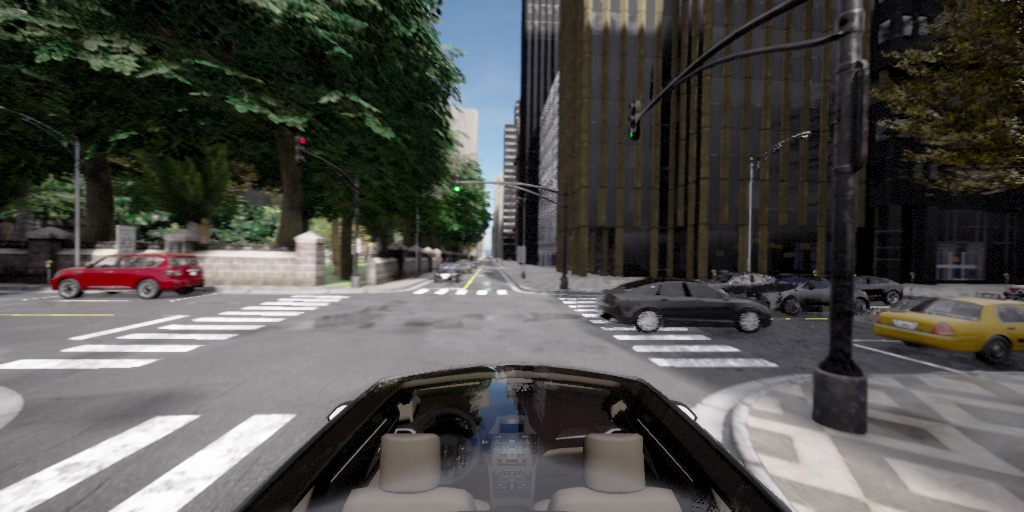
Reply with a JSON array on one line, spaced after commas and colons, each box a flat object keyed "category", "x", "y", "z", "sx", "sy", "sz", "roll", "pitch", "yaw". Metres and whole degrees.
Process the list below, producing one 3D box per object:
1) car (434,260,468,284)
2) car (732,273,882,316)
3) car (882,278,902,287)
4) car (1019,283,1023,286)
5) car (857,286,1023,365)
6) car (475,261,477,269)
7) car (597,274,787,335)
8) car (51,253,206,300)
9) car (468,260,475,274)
[{"category": "car", "x": -4.910, "y": 1.291, "z": 28.168, "sx": 2.128, "sy": 1.511, "sz": 4.902, "roll": 1, "pitch": 0, "yaw": -3}, {"category": "car", "x": 11.467, "y": 1.514, "z": 14.187, "sx": 4.181, "sy": 1.385, "sz": 1.994, "roll": 1, "pitch": 1, "yaw": -3}, {"category": "car", "x": 16.066, "y": 1.550, "z": 17.135, "sx": 4.313, "sy": 1.339, "sz": 1.948, "roll": 0, "pitch": 0, "yaw": -3}, {"category": "car", "x": 27.072, "y": 1.742, "z": 17.780, "sx": 4.207, "sy": 1.307, "sz": 1.802, "roll": 0, "pitch": 0, "yaw": -3}, {"category": "car", "x": 11.239, "y": 1.556, "z": 8.314, "sx": 4.829, "sy": 1.417, "sz": 1.751, "roll": 0, "pitch": 0, "yaw": -3}, {"category": "car", "x": -7.018, "y": 1.494, "z": 62.351, "sx": 2.128, "sy": 1.511, "sz": 4.902, "roll": 1, "pitch": 0, "yaw": -4}, {"category": "car", "x": 5.045, "y": 1.432, "z": 10.715, "sx": 4.892, "sy": 1.490, "sz": 1.837, "roll": 1, "pitch": 1, "yaw": -3}, {"category": "car", "x": -16.052, "y": 0.799, "z": 15.253, "sx": 5.009, "sy": 1.841, "sz": 2.192, "roll": 0, "pitch": 0, "yaw": -3}, {"category": "car", "x": -5.864, "y": 1.226, "z": 43.101, "sx": 2.097, "sy": 1.767, "sz": 4.553, "roll": 1, "pitch": 0, "yaw": -3}]
